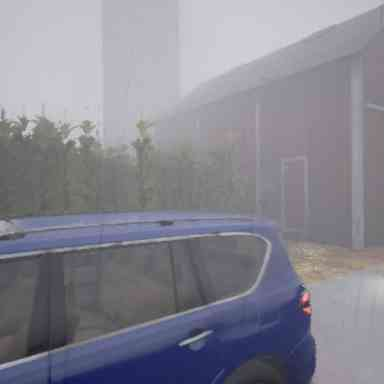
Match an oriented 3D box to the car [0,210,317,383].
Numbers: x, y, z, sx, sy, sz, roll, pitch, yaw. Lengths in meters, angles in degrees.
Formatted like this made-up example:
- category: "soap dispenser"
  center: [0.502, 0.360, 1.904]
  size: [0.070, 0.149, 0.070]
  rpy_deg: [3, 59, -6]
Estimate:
- category: "car"
  center: [-1.399, 1.224, 2.492]
  size: [5.566, 2.045, 2.150]
  rpy_deg: [0, 0, -35]
